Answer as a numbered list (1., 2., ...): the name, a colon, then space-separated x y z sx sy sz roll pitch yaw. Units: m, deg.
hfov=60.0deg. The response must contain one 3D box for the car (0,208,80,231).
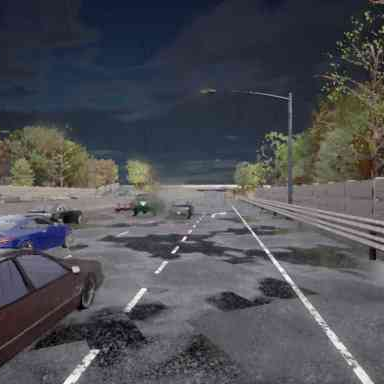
1. car: -5.918 1.525 11.729 1.812 1.442 4.674 0 0 5

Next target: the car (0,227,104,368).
1. car: -3.020 1.546 4.797 2.033 1.411 5.357 0 0 5

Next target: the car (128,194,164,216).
1. car: -4.096 1.217 32.203 2.150 2.045 5.566 0 -1 5

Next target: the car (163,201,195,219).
1. car: -0.840 1.493 29.308 2.128 1.511 4.902 0 0 5

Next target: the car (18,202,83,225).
1. car: -8.593 1.490 21.168 2.128 1.511 4.902 0 0 5

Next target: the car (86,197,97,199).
1. car: -19.067 1.596 62.990 1.994 1.385 4.181 0 0 6

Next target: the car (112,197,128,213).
1. car: -7.142 1.550 37.484 2.033 1.411 5.357 0 0 5

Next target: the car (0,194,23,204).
1. car: -24.352 1.358 43.770 2.097 1.767 4.553 0 0 5

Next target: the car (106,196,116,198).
1. car: -15.512 1.538 63.494 1.837 1.490 4.892 0 0 6
